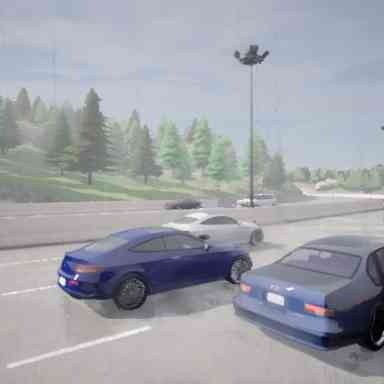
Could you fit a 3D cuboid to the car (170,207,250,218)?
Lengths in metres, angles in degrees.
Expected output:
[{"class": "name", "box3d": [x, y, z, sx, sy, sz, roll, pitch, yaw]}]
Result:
[{"class": "car", "box3d": [0.863, 1.532, 13.298, 4.674, 1.442, 1.812, 0, 0, -38]}]

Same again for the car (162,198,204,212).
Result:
[{"class": "car", "box3d": [-0.987, 1.503, 39.506, 5.008, 1.535, 1.882, 0, 0, -43]}]

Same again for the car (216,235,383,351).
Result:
[{"class": "car", "box3d": [3.171, 1.543, 6.206, 5.357, 1.411, 2.033, 0, 0, -37]}]

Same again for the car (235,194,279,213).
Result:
[{"class": "car", "box3d": [7.464, 1.226, 37.791, 5.566, 2.045, 2.150, 0, 0, -43]}]

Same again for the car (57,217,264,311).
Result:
[{"class": "car", "box3d": [-0.635, 1.533, 7.749, 4.674, 1.442, 1.812, 0, 0, -37]}]
